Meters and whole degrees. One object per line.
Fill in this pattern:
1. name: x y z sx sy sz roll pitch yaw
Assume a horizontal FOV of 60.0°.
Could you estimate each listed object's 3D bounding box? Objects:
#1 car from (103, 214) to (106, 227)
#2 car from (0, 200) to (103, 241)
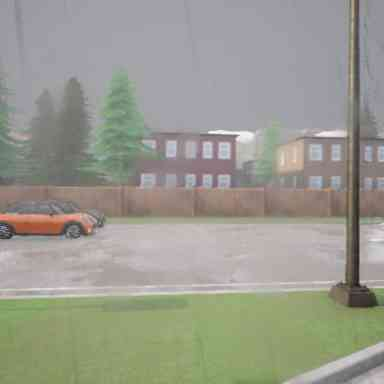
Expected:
1. car: -7.384 1.293 19.398 4.553 1.767 2.097 1 0 -6
2. car: -6.877 1.296 15.933 4.553 1.767 2.097 1 0 -6
